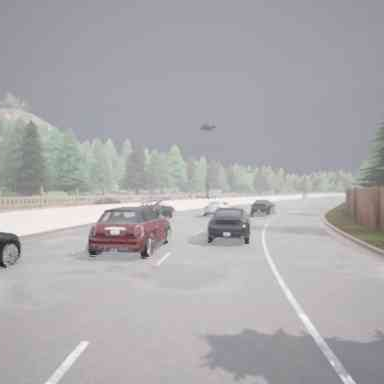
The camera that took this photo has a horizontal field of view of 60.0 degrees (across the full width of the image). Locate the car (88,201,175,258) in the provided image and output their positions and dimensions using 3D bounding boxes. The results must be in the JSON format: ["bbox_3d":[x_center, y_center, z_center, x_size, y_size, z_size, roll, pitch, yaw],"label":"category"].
[{"bbox_3d":[-2.209,1.328,12.920,2.097,1.767,4.553,0,0,8],"label":"car"}]

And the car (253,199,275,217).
[{"bbox_3d":[7.172,1.497,33.329,1.837,1.490,4.892,0,0,22],"label":"car"}]

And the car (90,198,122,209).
[{"bbox_3d":[-11.287,1.467,43.928,1.994,1.385,4.181,0,0,24],"label":"car"}]

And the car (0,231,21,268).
[{"bbox_3d":[-6.319,1.455,8.335,2.128,1.511,4.902,0,0,5],"label":"car"}]

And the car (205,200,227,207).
[{"bbox_3d":[2.487,1.501,31.026,1.812,1.442,4.674,0,0,20],"label":"car"}]

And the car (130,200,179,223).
[{"bbox_3d":[-2.813,1.450,26.128,2.128,1.511,4.902,0,0,16],"label":"car"}]

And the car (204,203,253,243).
[{"bbox_3d":[1.895,1.494,16.121,1.837,1.490,4.892,0,0,11],"label":"car"}]
